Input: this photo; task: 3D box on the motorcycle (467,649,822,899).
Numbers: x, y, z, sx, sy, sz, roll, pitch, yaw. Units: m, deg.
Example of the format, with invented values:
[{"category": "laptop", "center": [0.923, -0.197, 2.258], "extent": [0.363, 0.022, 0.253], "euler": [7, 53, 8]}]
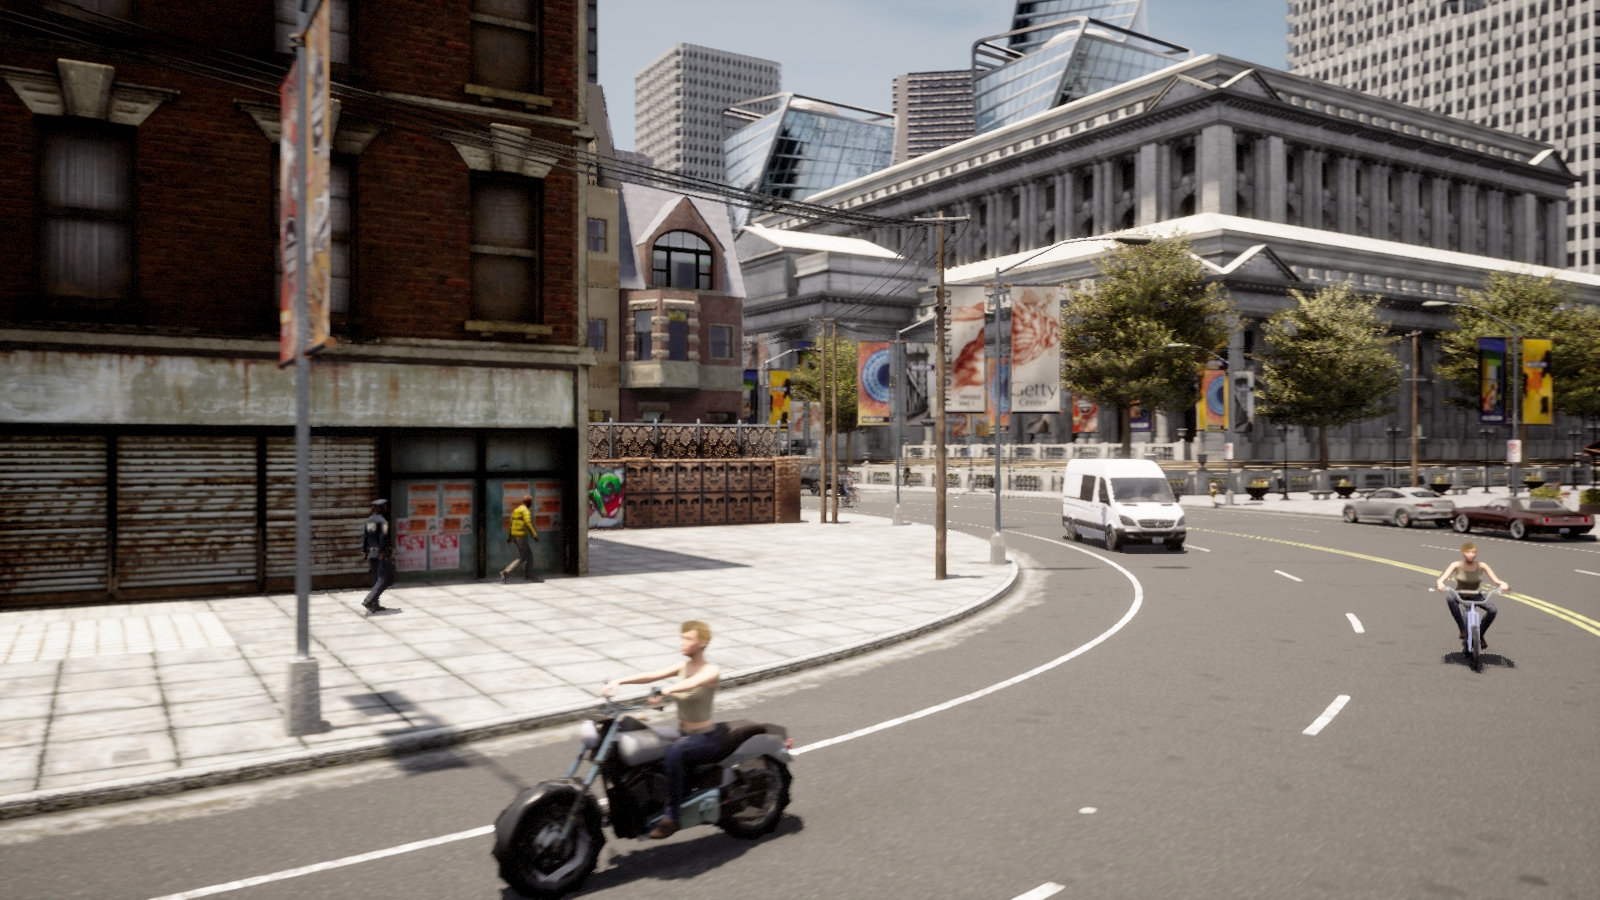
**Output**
[{"category": "motorcycle", "center": [-0.975, 2.176, 7.739], "extent": [2.356, 1.277, 0.764], "euler": [0, -1, -42]}]

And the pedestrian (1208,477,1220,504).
[{"category": "pedestrian", "center": [20.638, 2.008, 56.932], "extent": [0.375, 1.300, 0.375], "euler": [0, 0, -28]}]

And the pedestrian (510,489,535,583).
[{"category": "pedestrian", "center": [-5.584, 1.716, 22.956], "extent": [0.375, 1.860, 0.375], "euler": [0, 0, -35]}]

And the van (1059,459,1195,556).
[{"category": "van", "center": [9.446, 1.554, 33.593], "extent": [1.988, 2.561, 5.915], "euler": [0, 0, -3]}]

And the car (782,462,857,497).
[{"category": "car", "center": [1.192, 1.832, 72.281], "extent": [2.150, 2.045, 5.566], "euler": [0, 0, -31]}]

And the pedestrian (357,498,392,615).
[{"category": "pedestrian", "center": [-6.919, 1.714, 18.572], "extent": [0.375, 1.860, 0.375], "euler": [0, 0, 33]}]
